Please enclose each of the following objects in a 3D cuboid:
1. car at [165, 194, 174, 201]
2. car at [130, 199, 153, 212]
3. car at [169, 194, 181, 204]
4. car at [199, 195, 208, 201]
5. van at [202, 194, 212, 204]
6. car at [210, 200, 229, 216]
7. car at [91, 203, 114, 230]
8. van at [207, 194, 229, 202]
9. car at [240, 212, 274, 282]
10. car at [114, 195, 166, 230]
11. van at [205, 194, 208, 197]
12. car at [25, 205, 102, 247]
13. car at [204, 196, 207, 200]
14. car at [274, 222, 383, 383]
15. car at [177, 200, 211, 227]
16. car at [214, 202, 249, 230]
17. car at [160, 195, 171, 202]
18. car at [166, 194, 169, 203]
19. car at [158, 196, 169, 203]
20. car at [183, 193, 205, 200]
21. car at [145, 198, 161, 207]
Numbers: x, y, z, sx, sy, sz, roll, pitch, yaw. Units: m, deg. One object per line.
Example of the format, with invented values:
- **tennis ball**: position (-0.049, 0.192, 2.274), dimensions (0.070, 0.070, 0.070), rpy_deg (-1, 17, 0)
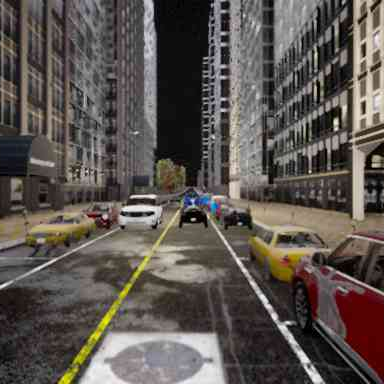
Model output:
- **car**: position (-5.725, 1.289, 83.496), dimensions (1.967, 1.590, 4.097), rpy_deg (0, 0, 0)
- **car**: position (-5.707, 1.521, 37.909), dimensions (1.947, 1.339, 4.313), rpy_deg (0, 0, 0)
- **car**: position (-3.057, 1.384, 61.402), dimensions (1.882, 1.535, 5.008), rpy_deg (0, 0, 1)
- **car**: position (2.657, 1.431, 77.801), dimensions (1.947, 1.339, 4.313), rpy_deg (0, 0, 0)
- **van**: position (2.664, 1.249, 60.705), dimensions (1.690, 1.788, 3.998), rpy_deg (0, 0, 0)
- **car**: position (2.678, 1.556, 26.515), dimensions (1.802, 1.307, 4.206), rpy_deg (0, 0, 0)
- **car**: position (-5.701, 1.423, 20.815), dimensions (1.967, 1.590, 4.097), rpy_deg (0, 0, 0)
- **van**: position (2.675, 1.306, 32.213), dimensions (1.690, 1.788, 3.998), rpy_deg (0, 0, 0)
- **car**: position (2.684, 1.520, 9.588), dimensions (1.752, 1.417, 4.829), rpy_deg (0, 0, 0)
- **car**: position (-3.111, 1.202, 21.205), dimensions (2.150, 2.045, 5.566), rpy_deg (0, 0, 0)
- **van**: position (2.666, 1.262, 55.005), dimensions (1.690, 1.788, 3.998), rpy_deg (0, 0, 0)
- **car**: position (-5.699, 1.515, 14.945), dimensions (1.752, 1.417, 4.829), rpy_deg (0, 0, 0)
- **car**: position (2.673, 1.499, 37.911), dimensions (1.887, 1.381, 4.507), rpy_deg (0, 0, 0)
- **car**: position (2.686, 1.313, 3.719), dimensions (2.192, 1.841, 5.009), rpy_deg (0, 0, 0)
- **car**: position (0.086, 1.505, 22.576), dimensions (1.812, 1.442, 4.674), rpy_deg (0, 0, 0)
- **car**: position (2.680, 1.533, 20.817), dimensions (2.008, 1.369, 4.403), rpy_deg (0, 0, 0)
- **car**: position (-5.721, 1.431, 72.099), dimensions (2.008, 1.369, 4.403), rpy_deg (0, 0, 0)
- **car**: position (-5.717, 1.453, 60.703), dimensions (1.887, 1.381, 4.507), rpy_deg (0, 0, 0)
- **car**: position (-5.719, 1.477, 66.402), dimensions (1.802, 1.307, 4.206), rpy_deg (0, 0, 0)
- **car**: position (0.085, 1.171, 40.534), dimensions (2.150, 2.045, 5.566), rpy_deg (0, 0, 0)
- **car**: position (-5.712, 1.514, 49.306), dimensions (1.802, 1.307, 4.206), rpy_deg (0, 0, 0)
